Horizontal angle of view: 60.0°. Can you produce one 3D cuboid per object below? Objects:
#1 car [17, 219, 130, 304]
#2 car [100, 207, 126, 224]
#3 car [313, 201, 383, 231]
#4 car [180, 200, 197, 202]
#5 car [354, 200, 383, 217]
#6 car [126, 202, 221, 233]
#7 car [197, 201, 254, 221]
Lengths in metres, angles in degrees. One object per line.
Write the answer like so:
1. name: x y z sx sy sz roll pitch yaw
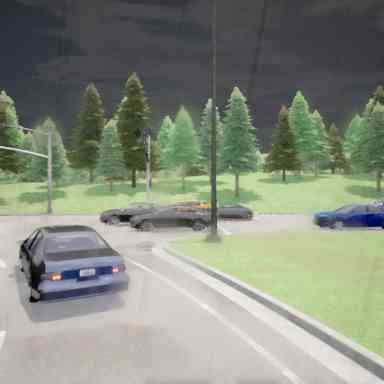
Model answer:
1. car: -3.211 1.547 8.366 2.033 1.411 5.357 0 0 -30
2. car: -3.697 1.491 22.516 4.902 1.511 2.128 0 0 -5
3. car: 9.920 1.477 20.155 5.008 1.535 1.882 0 0 -5
4. car: -0.580 1.476 29.803 5.008 1.535 1.882 0 0 -5
5. car: 18.057 1.524 31.360 4.674 1.442 1.812 0 0 -5
6. car: -1.096 1.492 19.223 4.902 1.511 2.128 0 0 -5
7. car: 2.774 1.563 26.575 4.181 1.385 1.994 0 0 -5
